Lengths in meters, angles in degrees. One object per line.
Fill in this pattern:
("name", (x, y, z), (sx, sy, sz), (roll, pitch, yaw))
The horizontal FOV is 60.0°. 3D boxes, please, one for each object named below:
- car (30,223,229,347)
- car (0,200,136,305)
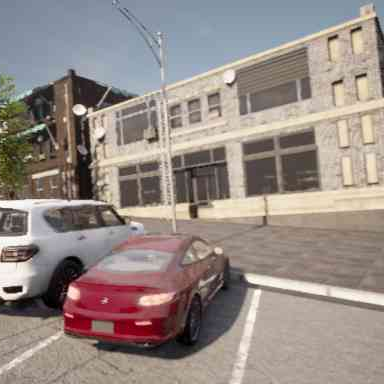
("car", (-0.483, 1.483, 6.287), (2.002, 1.452, 4.674), (0, 0, 15))
("car", (-2.947, 1.195, 8.058), (2.435, 2.045, 5.566), (0, 0, 16))
